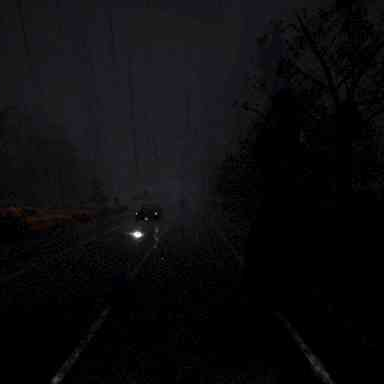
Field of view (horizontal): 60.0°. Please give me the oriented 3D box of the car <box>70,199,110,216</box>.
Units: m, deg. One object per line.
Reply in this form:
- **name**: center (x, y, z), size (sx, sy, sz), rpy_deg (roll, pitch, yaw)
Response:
- **car**: center (-10.170, 1.639, 29.271), size (4.892, 1.521, 2.231), rpy_deg (0, -1, 0)

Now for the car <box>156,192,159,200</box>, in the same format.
- **car**: center (-10.309, 1.289, 72.975), size (4.792, 1.488, 2.163), rpy_deg (0, 0, 0)

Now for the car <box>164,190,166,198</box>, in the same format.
- **car**: center (-10.167, 0.983, 92.481), size (4.553, 1.767, 2.185), rpy_deg (0, 1, 0)

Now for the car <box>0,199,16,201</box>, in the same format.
- **car**: center (-23.186, 1.747, 37.649), size (4.792, 1.488, 2.163), rpy_deg (0, -1, 0)

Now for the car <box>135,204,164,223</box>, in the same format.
- **car**: center (-3.361, 1.687, 26.734), size (1.895, 1.301, 4.718), rpy_deg (0, 0, 0)

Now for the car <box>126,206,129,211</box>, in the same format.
- **car**: center (-10.141, 1.720, 37.599), size (5.008, 1.535, 2.097), rpy_deg (0, -1, 0)

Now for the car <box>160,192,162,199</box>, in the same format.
- **car**: center (-10.251, 1.264, 78.541), size (5.008, 1.535, 2.097), rpy_deg (0, 0, 0)

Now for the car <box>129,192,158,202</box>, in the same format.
- **car**: center (-10.262, 1.282, 70.191), size (4.792, 1.488, 2.163), rpy_deg (0, 0, 0)

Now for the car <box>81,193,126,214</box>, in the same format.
- **car**: center (-10.173, 1.441, 34.826), size (5.566, 2.045, 2.435), rpy_deg (0, -1, 0)

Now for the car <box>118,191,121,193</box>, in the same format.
- **car**: center (-23.274, 1.109, 92.357), size (5.008, 1.535, 2.097), rpy_deg (0, 1, 0)

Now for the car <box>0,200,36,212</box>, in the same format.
- **car**: center (-23.192, 1.770, 43.066), size (5.008, 1.535, 2.097), rpy_deg (0, -1, 0)

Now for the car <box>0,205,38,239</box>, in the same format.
- **car**: center (-10.204, 1.524, 15.402), size (4.892, 1.521, 2.231), rpy_deg (0, 0, 0)

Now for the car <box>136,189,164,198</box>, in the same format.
- **car**: center (-10.273, 1.003, 81.333), size (5.566, 2.045, 2.435), rpy_deg (0, 0, 0)

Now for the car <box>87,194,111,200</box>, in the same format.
- **car**: center (-23.499, 1.228, 84.121), size (5.366, 1.575, 1.946), rpy_deg (0, 0, 0)

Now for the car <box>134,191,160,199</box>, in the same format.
- **car**: center (-10.299, 1.140, 75.762), size (4.553, 1.767, 2.185), rpy_deg (0, 0, 0)

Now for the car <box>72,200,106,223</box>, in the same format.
- **car**: center (-9.987, 1.608, 26.495), size (5.366, 1.575, 1.946), rpy_deg (0, -1, 0)

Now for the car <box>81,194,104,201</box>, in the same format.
- **car**: center (-23.365, 1.291, 78.533), size (4.792, 1.488, 2.163), rpy_deg (0, 0, 0)

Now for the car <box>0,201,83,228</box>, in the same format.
- **car**: center (-10.006, 1.555, 20.822), size (5.366, 1.575, 1.946), rpy_deg (0, -1, 0)

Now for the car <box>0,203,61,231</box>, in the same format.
- **car**: center (-10.386, 1.535, 18.170), size (5.366, 1.575, 1.946), rpy_deg (0, 0, 0)

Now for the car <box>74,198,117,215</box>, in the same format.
- **car**: center (-10.340, 1.662, 32.048), size (5.366, 1.575, 1.946), rpy_deg (0, -1, 0)
